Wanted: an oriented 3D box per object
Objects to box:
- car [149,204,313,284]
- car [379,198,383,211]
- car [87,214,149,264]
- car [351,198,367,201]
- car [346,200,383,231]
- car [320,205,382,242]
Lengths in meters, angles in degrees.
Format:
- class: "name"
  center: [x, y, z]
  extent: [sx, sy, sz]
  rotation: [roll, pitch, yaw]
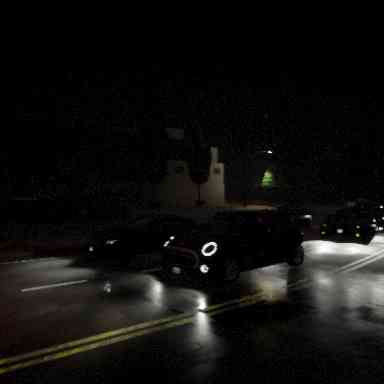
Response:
- class: "car"
  center: [1.315, 1.345, 9.710]
  extent: [4.553, 1.767, 2.097]
  rotation: [0, 0, -41]
- class: "car"
  center: [23.872, 1.464, 38.365]
  extent: [2.128, 1.511, 4.902]
  rotation: [0, 0, 6]
- class: "car"
  center: [-1.382, 1.518, 11.978]
  extent: [4.674, 1.442, 1.812]
  rotation: [0, 0, -40]
- class: "car"
  center: [13.331, 1.486, 25.422]
  extent: [1.837, 1.490, 4.892]
  rotation: [0, 0, 25]
- class: "car"
  center: [11.115, 1.479, 20.621]
  extent: [2.128, 1.511, 4.902]
  rotation: [0, 0, 31]
- class: "car"
  center: [7.789, 1.552, 16.424]
  extent: [1.994, 1.385, 4.181]
  rotation: [0, 0, 37]
